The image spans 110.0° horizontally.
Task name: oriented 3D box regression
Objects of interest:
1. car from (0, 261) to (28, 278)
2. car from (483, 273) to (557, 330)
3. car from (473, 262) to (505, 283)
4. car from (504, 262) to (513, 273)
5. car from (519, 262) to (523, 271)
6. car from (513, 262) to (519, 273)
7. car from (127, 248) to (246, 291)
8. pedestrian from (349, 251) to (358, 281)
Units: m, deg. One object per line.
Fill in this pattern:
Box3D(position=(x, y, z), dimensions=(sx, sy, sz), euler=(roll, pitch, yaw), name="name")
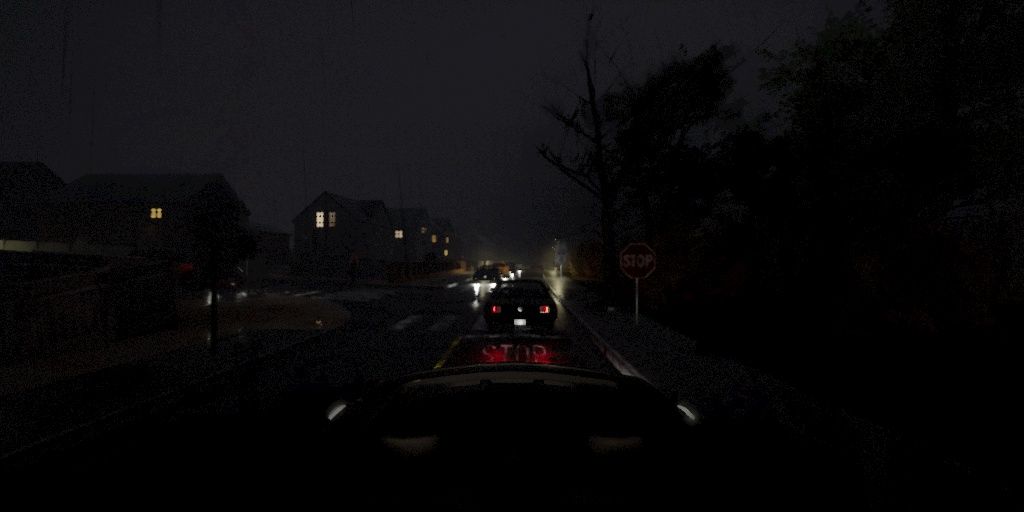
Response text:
Box3D(position=(-24.351, 0.162, 15.638), dimensions=(5.008, 1.535, 1.882), euler=(3, -1, 0), name="car")
Box3D(position=(0.259, 1.388, 11.274), dimensions=(1.895, 1.301, 4.718), euler=(0, 0, 1), name="car")
Box3D(position=(-1.971, 1.434, 29.391), dimensions=(1.994, 1.385, 4.181), euler=(0, 0, 3), name="car")
Box3D(position=(-1.369, 1.411, 38.190), dimensions=(1.882, 1.535, 5.008), euler=(0, 0, 5), name="car")
Box3D(position=(0.618, 1.661, 58.515), dimensions=(1.812, 1.442, 4.674), euler=(0, -1, 7), name="car")
Box3D(position=(-0.504, 1.553, 48.192), dimensions=(1.812, 1.442, 4.674), euler=(0, -1, 6), name="car")
Box3D(position=(-14.250, 0.517, 15.546), dimensions=(4.553, 1.767, 2.097), euler=(3, -1, 1), name="car")
Box3D(position=(-9.450, 0.591, 21.365), dimensions=(0.375, 1.860, 0.375), euler=(0, -3, 0), name="pedestrian")
